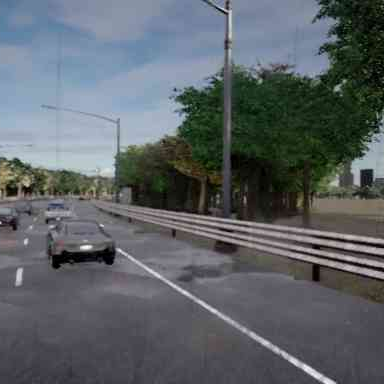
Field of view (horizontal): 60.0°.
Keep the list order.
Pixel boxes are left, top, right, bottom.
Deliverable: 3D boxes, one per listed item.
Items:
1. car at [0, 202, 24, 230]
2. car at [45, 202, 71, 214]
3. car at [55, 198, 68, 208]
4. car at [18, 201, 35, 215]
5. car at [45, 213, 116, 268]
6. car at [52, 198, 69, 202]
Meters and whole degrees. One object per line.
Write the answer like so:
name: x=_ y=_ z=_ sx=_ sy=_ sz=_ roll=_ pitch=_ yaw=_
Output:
car: x=-11.994 y=1.603 z=21.131 sx=1.812 sy=1.442 sz=4.674 roll=1 pitch=-1 yaw=-24
car: x=-10.934 y=1.765 z=27.148 sx=1.895 sy=1.301 sz=4.718 roll=1 pitch=-1 yaw=-23
car: x=-21.402 y=1.831 z=54.629 sx=1.837 sy=1.490 sz=4.892 roll=1 pitch=-1 yaw=-19
car: x=-17.987 y=1.701 z=35.470 sx=2.033 sy=1.411 sz=5.357 roll=1 pitch=-1 yaw=-22
car: x=-4.043 y=1.651 z=11.840 sx=1.994 sy=1.385 sz=4.181 roll=1 pitch=-1 yaw=-25
car: x=-16.724 y=1.724 z=41.614 sx=1.882 sy=1.535 sz=5.008 roll=1 pitch=-1 yaw=-21
